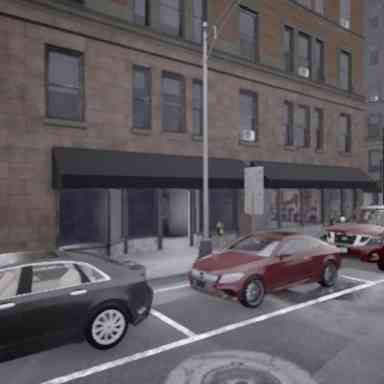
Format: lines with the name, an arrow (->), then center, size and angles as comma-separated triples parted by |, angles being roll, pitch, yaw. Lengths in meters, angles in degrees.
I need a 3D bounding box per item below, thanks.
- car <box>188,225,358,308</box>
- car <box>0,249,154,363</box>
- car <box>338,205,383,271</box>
car -> 1.883, 1.613, 7.887 | 4.206, 1.307, 1.802 | 0, -1, -36
car -> -2.661, 1.553, 4.644 | 4.403, 1.369, 2.008 | 0, -1, -36
car -> 6.426, 1.377, 11.134 | 5.009, 1.841, 2.192 | 0, -1, -36
